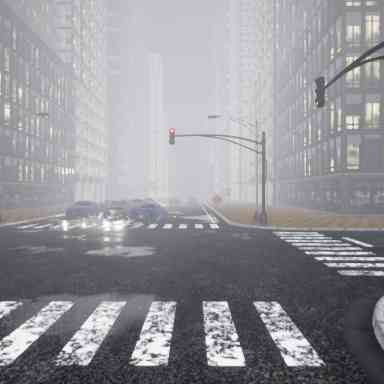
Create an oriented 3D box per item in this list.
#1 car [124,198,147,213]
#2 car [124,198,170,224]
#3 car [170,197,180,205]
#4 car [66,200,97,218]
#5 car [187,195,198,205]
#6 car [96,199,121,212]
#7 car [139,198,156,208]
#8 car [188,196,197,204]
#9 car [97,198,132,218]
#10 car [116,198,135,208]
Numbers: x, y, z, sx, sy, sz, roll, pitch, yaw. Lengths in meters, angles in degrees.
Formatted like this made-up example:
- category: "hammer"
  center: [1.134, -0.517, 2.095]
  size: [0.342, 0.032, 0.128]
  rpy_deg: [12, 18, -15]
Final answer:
- category: "car"
  center: [-6.603, 1.529, 39.650]
  size: [1.882, 1.535, 5.008]
  rpy_deg: [0, 0, 0]
- category: "car"
  center: [-3.176, 1.500, 24.730]
  size: [1.882, 1.535, 5.008]
  rpy_deg: [1, 0, 6]
- category: "car"
  center: [-3.157, 1.605, 60.000]
  size: [2.128, 1.511, 4.902]
  rpy_deg: [0, 0, 0]
- category: "car"
  center: [-9.857, 1.510, 30.371]
  size: [1.882, 1.535, 5.008]
  rpy_deg: [0, 0, 0]
- category: "car"
  center: [0.098, 1.644, 61.502]
  size: [1.812, 1.442, 4.674]
  rpy_deg: [0, 0, 0]
- category: "car"
  center: [-9.853, 1.615, 39.504]
  size: [1.994, 1.385, 4.181]
  rpy_deg: [0, 0, 0]
- category: "car"
  center: [-6.599, 1.604, 49.697]
  size: [1.812, 1.442, 4.674]
  rpy_deg: [0, 0, 0]
- category: "car"
  center: [0.060, 1.637, 71.349]
  size: [1.882, 1.535, 5.008]
  rpy_deg: [0, 0, 0]
- category: "car"
  center: [-6.603, 1.523, 30.122]
  size: [2.128, 1.511, 4.902]
  rpy_deg: [0, 0, 0]
- category: "car"
  center: [-9.845, 1.642, 49.428]
  size: [1.994, 1.385, 4.181]
  rpy_deg: [0, 0, 0]
